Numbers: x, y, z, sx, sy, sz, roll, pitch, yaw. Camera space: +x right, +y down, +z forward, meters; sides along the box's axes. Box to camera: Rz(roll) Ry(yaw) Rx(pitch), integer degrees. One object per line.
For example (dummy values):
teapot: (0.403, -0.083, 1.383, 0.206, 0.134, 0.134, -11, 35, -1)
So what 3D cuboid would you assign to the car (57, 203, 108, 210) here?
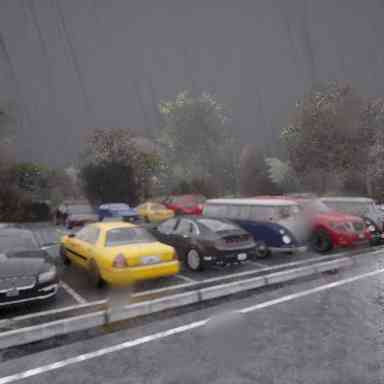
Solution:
car: (-7.582, 1.531, 21.715, 2.163, 1.488, 4.792, 0, 0, -35)

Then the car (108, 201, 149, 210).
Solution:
car: (-5.329, 1.493, 23.355, 2.097, 1.535, 5.008, 0, 0, -35)

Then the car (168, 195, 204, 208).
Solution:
car: (-0.901, 1.226, 26.521, 2.435, 2.045, 5.566, 0, 0, -35)

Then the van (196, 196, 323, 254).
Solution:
van: (2.312, 1.269, 12.588, 1.878, 1.987, 4.442, 0, 0, -35)

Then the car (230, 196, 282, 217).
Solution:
car: (5.913, 1.326, 31.355, 2.185, 1.767, 4.553, 0, 0, -35)

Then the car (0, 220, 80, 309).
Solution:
car: (-4.571, 1.519, 7.861, 2.231, 1.521, 4.892, 0, 0, -35)

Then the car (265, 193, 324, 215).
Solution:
car: (10.561, 1.182, 34.646, 2.435, 2.045, 5.566, 0, 0, -35)

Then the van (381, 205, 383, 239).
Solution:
van: (6.751, 1.252, 15.736, 1.878, 1.987, 4.442, 0, 0, -35)

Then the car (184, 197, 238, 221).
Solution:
car: (1.507, 1.342, 28.155, 2.185, 1.767, 4.553, 0, 0, -35)

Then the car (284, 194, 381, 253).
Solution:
car: (4.531, 1.235, 14.270, 2.435, 2.045, 5.566, 0, 0, -35)

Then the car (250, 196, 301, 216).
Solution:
car: (8.185, 1.317, 32.965, 2.185, 1.767, 4.553, 0, 0, -35)

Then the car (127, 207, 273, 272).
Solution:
car: (-0.023, 1.504, 11.069, 2.231, 1.521, 4.892, 0, 0, -35)

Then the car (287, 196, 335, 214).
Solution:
car: (12.868, 1.300, 36.208, 2.185, 1.767, 4.553, 0, 0, -35)

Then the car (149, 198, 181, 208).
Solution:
car: (-3.264, 1.482, 25.039, 1.946, 1.575, 5.366, 0, 0, -35)

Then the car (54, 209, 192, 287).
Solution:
car: (-2.404, 1.508, 9.616, 1.946, 1.575, 5.366, 0, 0, -35)
